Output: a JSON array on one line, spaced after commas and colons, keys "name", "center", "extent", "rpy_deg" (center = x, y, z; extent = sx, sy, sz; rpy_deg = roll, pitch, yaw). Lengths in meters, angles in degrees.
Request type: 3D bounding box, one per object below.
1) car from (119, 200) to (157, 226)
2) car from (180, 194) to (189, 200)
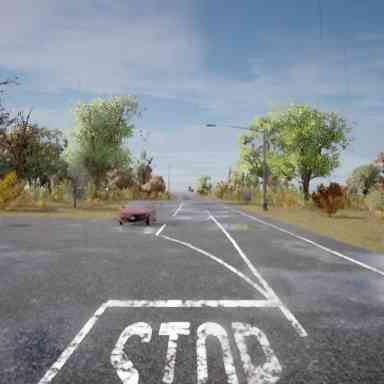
[{"name": "car", "center": [-3.447, 1.276, 21.824], "extent": [1.882, 1.535, 5.008], "rpy_deg": [1, -1, 0]}, {"name": "car", "center": [-1.936, 1.393, 91.395], "extent": [2.097, 1.767, 4.553], "rpy_deg": [0, 0, 6]}]
